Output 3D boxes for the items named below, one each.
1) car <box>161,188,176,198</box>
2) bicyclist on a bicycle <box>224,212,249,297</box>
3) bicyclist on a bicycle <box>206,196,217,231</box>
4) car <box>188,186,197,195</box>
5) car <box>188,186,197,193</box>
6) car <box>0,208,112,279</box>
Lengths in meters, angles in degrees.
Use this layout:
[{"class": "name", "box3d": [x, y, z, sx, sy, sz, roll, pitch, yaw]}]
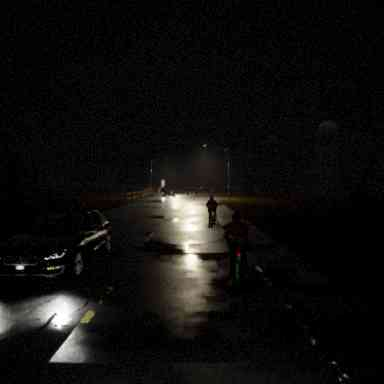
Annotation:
[{"class": "car", "box3d": [-3.557, 0.099, 51.132, 1.837, 1.490, 4.892, 0, 1, 0]}, {"class": "bicyclist on a bicycle", "box3d": [0.968, 1.273, 7.119, 0.582, 1.620, 1.656, 0, 1, 0]}, {"class": "bicyclist on a bicycle", "box3d": [0.971, 1.016, 16.081, 0.582, 1.620, 1.656, 0, 1, 0]}, {"class": "car", "box3d": [0.107, -0.277, 66.461, 1.837, 1.490, 4.892, 0, 1, 0]}, {"class": "car", "box3d": [0.027, -0.621, 82.048, 2.128, 1.511, 4.902, 0, 1, 0]}, {"class": "car", "box3d": [-3.595, 1.262, 9.378, 1.837, 1.490, 4.892, 0, 2, 0]}]
